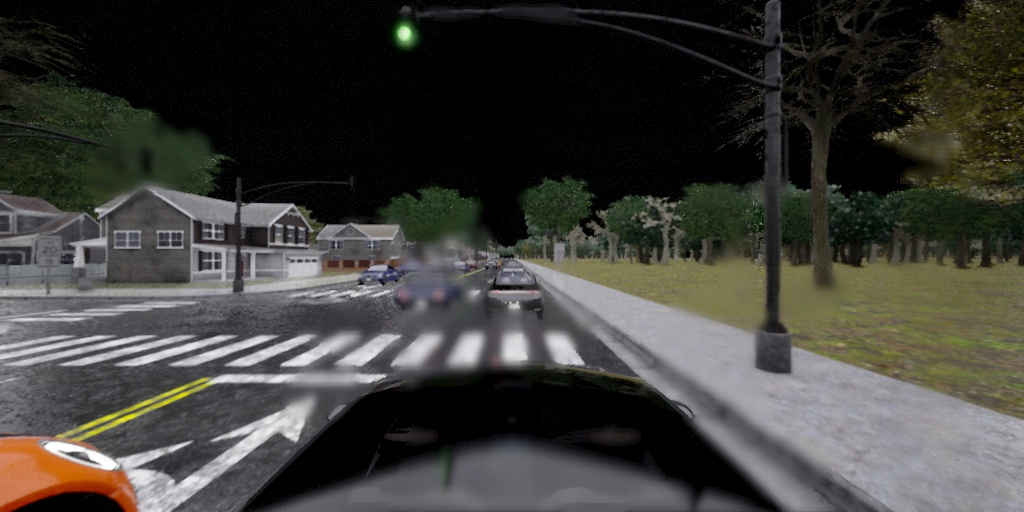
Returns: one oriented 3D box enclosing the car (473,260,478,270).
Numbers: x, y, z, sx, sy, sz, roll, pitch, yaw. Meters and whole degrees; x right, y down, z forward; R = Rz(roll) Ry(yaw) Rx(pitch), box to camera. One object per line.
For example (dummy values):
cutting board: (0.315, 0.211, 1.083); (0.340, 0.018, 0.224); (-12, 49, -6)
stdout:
car: (-6.503, 1.368, 57.225); (1.882, 1.535, 5.008); (0, 0, 0)

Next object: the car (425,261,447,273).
car: (-9.771, 1.391, 46.205); (1.812, 1.442, 4.674); (0, 0, 0)

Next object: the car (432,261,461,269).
car: (-6.570, 1.442, 35.589); (1.895, 1.301, 4.718); (0, 0, 0)

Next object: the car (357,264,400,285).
car: (-9.813, 1.347, 26.823); (1.812, 1.442, 4.674); (0, 0, 0)

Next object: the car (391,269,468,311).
car: (-3.141, 1.390, 14.705); (1.895, 1.301, 4.718); (0, 0, 0)

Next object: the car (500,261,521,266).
car: (0.120, 1.439, 34.579); (1.895, 1.301, 4.718); (0, 0, 0)

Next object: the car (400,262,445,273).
car: (-6.580, 1.385, 26.837); (1.994, 1.385, 4.181); (0, 0, 0)

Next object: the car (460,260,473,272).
car: (-6.522, 1.390, 45.752); (1.812, 1.442, 4.674); (0, 0, 0)

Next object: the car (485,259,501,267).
car: (-3.213, 1.416, 57.008); (1.812, 1.442, 4.674); (0, 0, 0)

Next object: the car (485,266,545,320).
car: (0.108, 1.277, 12.821); (2.128, 1.511, 4.902); (0, 0, 0)
